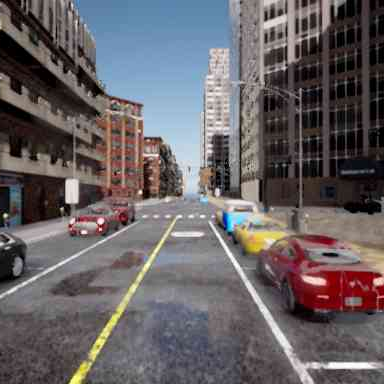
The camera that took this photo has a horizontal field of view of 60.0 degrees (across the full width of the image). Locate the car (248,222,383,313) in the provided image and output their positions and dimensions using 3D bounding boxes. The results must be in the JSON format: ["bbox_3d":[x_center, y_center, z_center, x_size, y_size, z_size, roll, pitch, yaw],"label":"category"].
[{"bbox_3d":[2.569,1.592,7.366,1.802,1.307,4.206,0,0,0],"label":"car"}]

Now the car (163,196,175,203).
[{"bbox_3d":[-5.318,1.726,72.797,1.752,1.417,4.829,0,0,0],"label":"car"}]

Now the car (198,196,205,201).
[{"bbox_3d":[2.560,1.853,95.176,1.887,1.381,4.507,0,0,0],"label":"car"}]

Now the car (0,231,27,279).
[{"bbox_3d":[-5.310,1.560,7.359,2.008,1.369,4.403,0,0,0],"label":"car"}]

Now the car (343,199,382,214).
[{"bbox_3d":[16.816,1.370,31.213,4.902,1.511,2.128,-1,-1,41],"label":"car"}]

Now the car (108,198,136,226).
[{"bbox_3d":[-5.311,1.357,23.966,2.192,1.841,5.009,0,0,0],"label":"car"}]

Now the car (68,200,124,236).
[{"bbox_3d":[-5.311,1.470,18.430,1.967,1.590,4.097,0,0,0],"label":"car"}]

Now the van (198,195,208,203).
[{"bbox_3d":[2.563,1.543,72.968,1.690,1.788,3.998,0,0,0],"label":"van"}]

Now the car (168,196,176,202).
[{"bbox_3d":[-5.320,1.846,89.624,1.947,1.339,4.313,0,0,0],"label":"car"}]

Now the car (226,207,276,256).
[{"bbox_3d":[2.569,1.545,13.072,1.752,1.417,4.829,0,0,0],"label":"car"}]

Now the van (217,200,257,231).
[{"bbox_3d":[2.570,1.372,18.437,1.690,1.788,3.998,0,0,0],"label":"van"}]

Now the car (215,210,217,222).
[{"bbox_3d":[2.568,1.568,24.143,1.752,1.417,4.829,0,0,0],"label":"car"}]
